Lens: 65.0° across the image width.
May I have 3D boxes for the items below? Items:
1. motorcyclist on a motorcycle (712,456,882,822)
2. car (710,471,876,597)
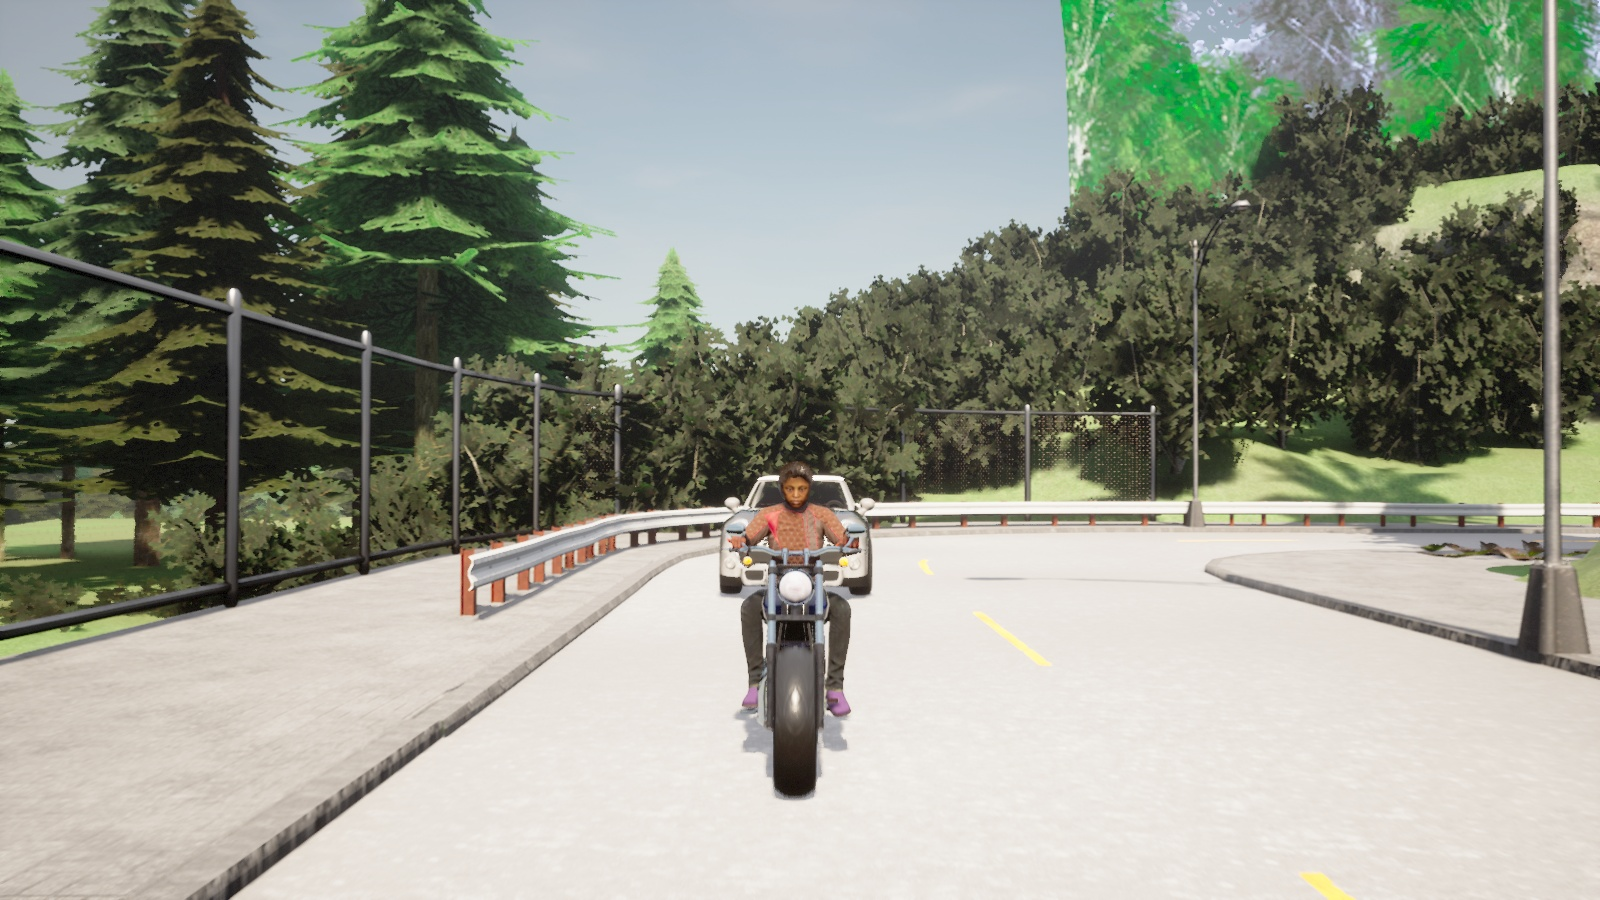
[{"bbox_3d":[-0.018,0.867,6.856,0.766,1.649,2.350,0,-1,0],"label":"motorcyclist on a motorcycle"},{"bbox_3d":[0.014,1.033,16.828,1.970,1.475,3.806,0,-1,3],"label":"car"}]
